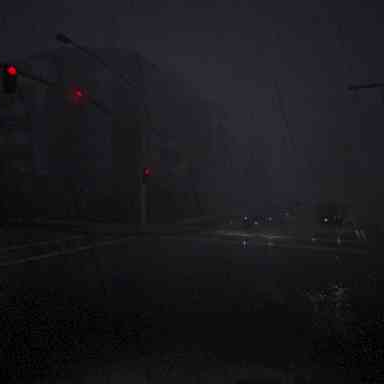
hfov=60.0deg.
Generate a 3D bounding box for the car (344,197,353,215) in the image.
[{"bbox_3d":[13.587,1.453,31.235,1.882,1.535,5.008,0,0,30],"label":"car"}]

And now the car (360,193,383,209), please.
[{"bbox_3d":[25.729,1.188,45.323,5.566,2.045,2.150,0,0,-36],"label":"car"}]

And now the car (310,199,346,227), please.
[{"bbox_3d":[9.331,1.487,22.817,1.837,1.490,4.892,0,0,25],"label":"car"}]

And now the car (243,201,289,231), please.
[{"bbox_3d":[4.625,1.510,20.998,1.812,1.442,4.674,0,0,25],"label":"car"}]

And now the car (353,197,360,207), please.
[{"bbox_3d":[22.651,1.469,47.290,4.892,1.490,1.837,1,-1,-38],"label":"car"}]

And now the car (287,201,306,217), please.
[{"bbox_3d":[9.408,1.523,31.085,2.033,1.411,5.357,0,0,27],"label":"car"}]
